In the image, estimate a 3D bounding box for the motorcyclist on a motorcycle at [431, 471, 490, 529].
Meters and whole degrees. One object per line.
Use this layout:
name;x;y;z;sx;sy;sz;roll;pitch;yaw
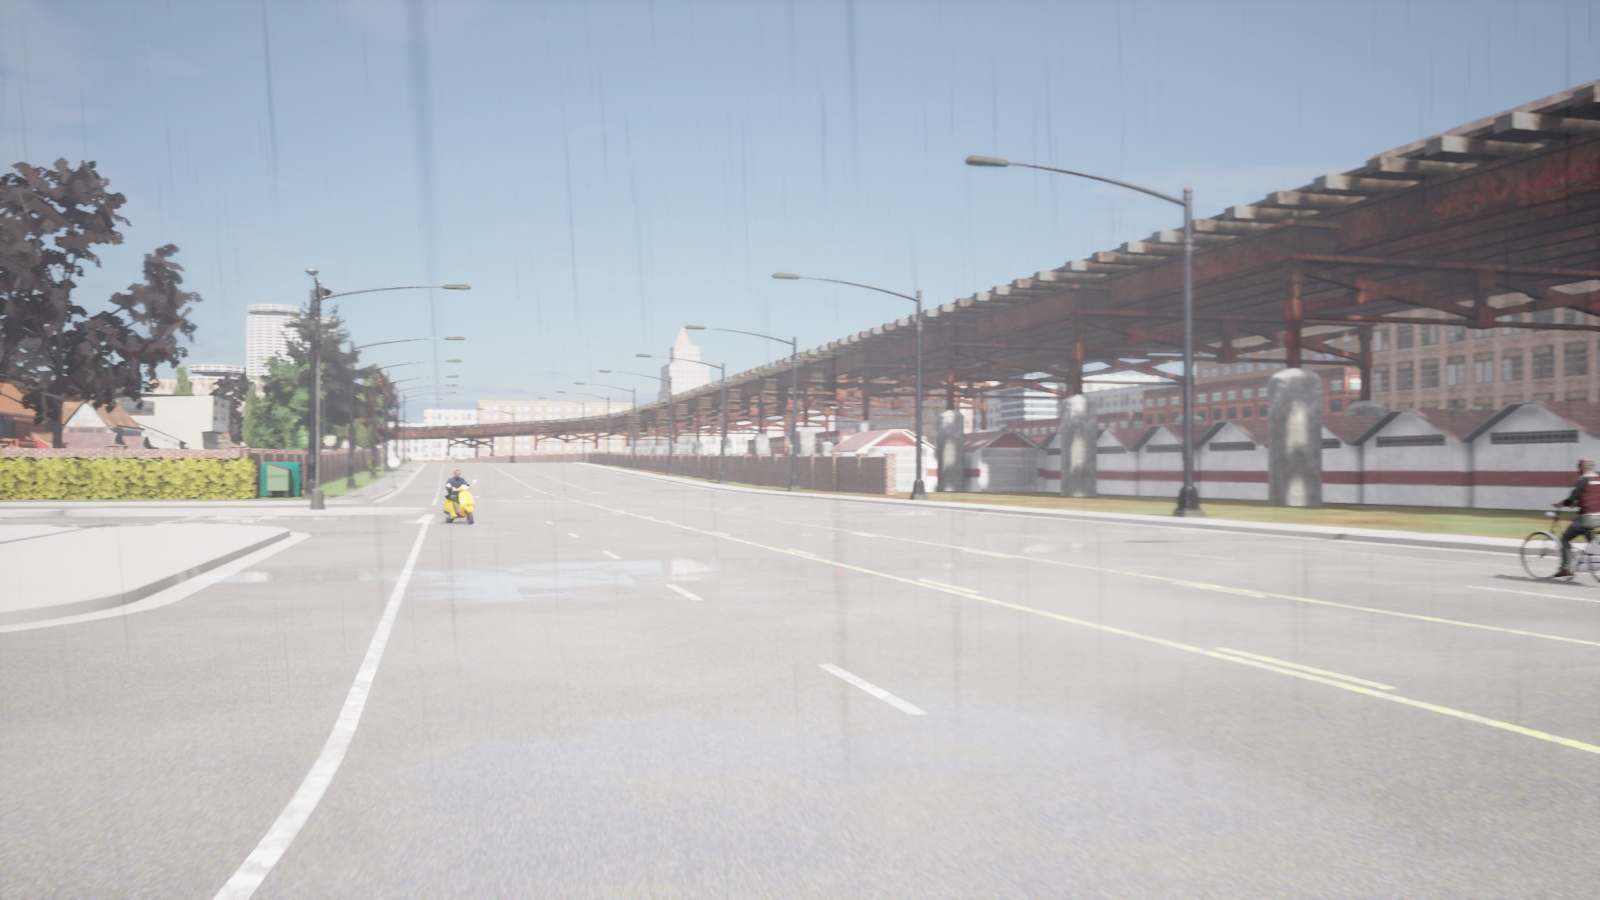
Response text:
motorcyclist on a motorcycle;-9.783;1.427;36.114;0.866;1.590;1.817;-3;1;-41

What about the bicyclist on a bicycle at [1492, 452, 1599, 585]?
bicyclist on a bicycle;10.776;0.923;17.694;0.659;1.776;1.843;0;-1;-16
